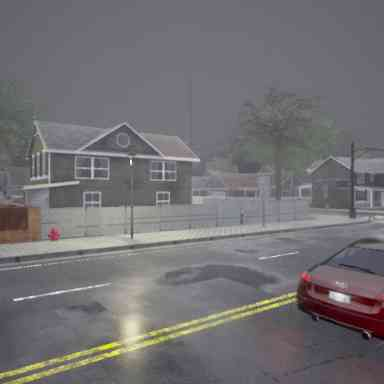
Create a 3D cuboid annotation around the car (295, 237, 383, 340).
[{"bbox_3d":[3.856,1.562,6.188,4.181,1.385,1.994,0,0,-36],"label":"car"}]
